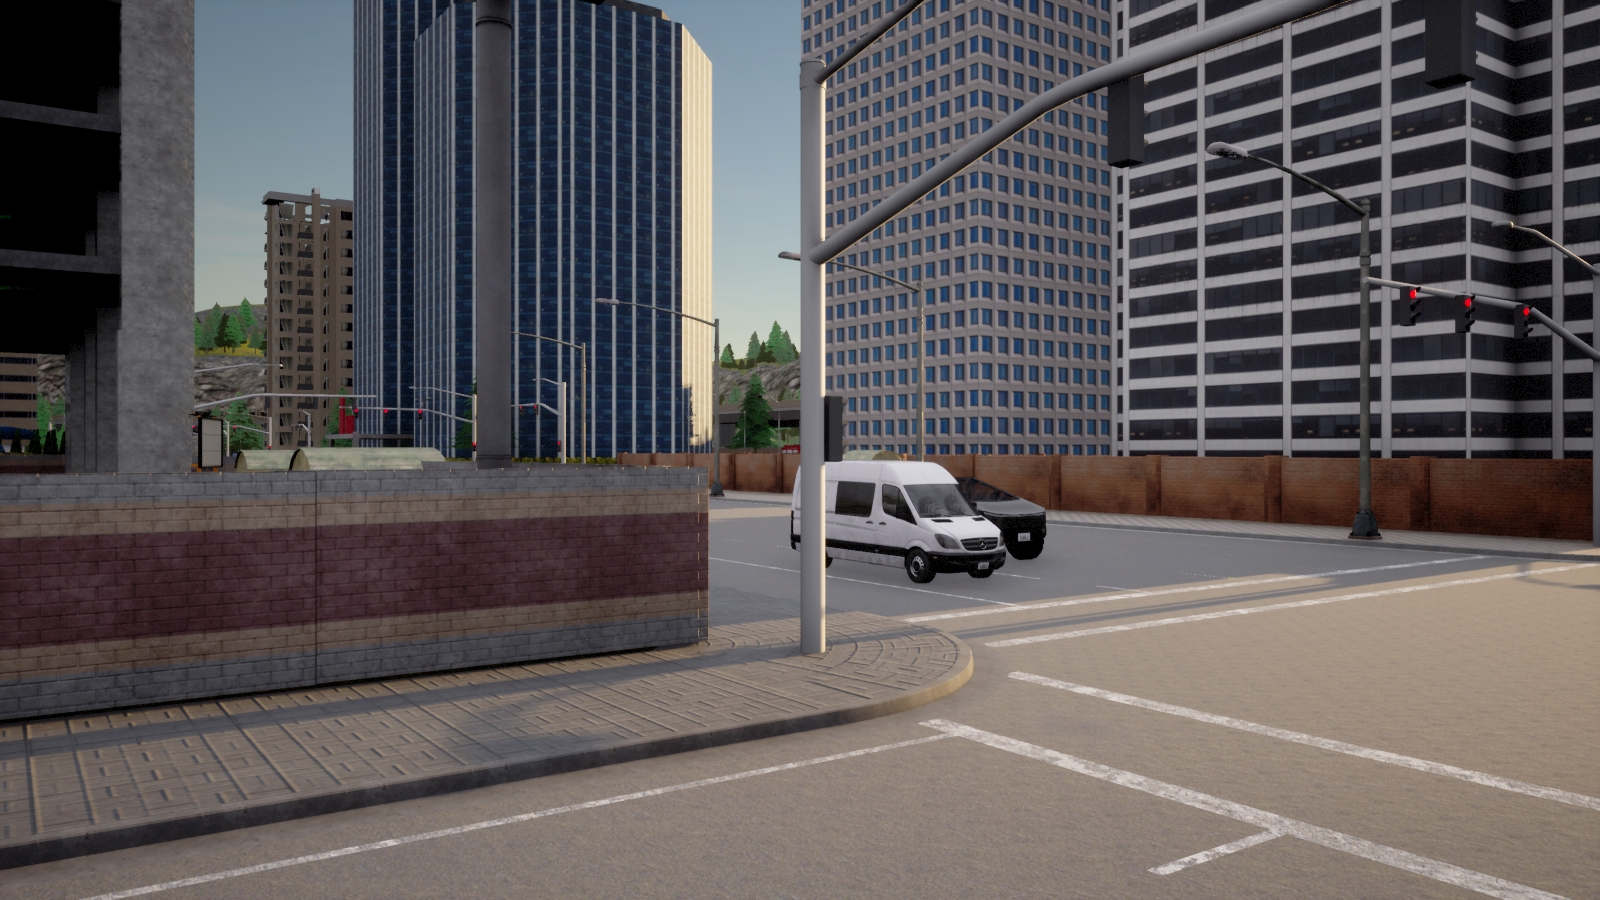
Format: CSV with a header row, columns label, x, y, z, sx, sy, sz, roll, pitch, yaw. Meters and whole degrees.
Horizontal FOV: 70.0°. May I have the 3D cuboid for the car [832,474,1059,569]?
label,x,y,z,sx,sy,sz,roll,pitch,yaw
car,3.654,1.752,30.193,2.390,2.098,6.274,0,0,-35

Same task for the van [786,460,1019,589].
label,x,y,z,sx,sy,sz,roll,pitch,yaw
van,2.162,1.533,26.216,1.988,2.561,5.915,0,0,-35
